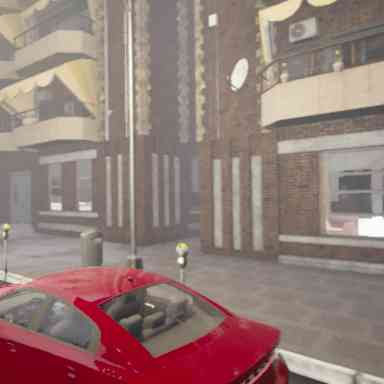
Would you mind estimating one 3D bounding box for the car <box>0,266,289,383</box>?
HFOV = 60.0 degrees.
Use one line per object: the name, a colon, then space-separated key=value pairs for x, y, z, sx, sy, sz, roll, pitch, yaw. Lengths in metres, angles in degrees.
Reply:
car: x=-1.234 y=1.545 z=3.768 sx=4.507 sy=1.381 sz=1.887 roll=0 pitch=-1 yaw=35
